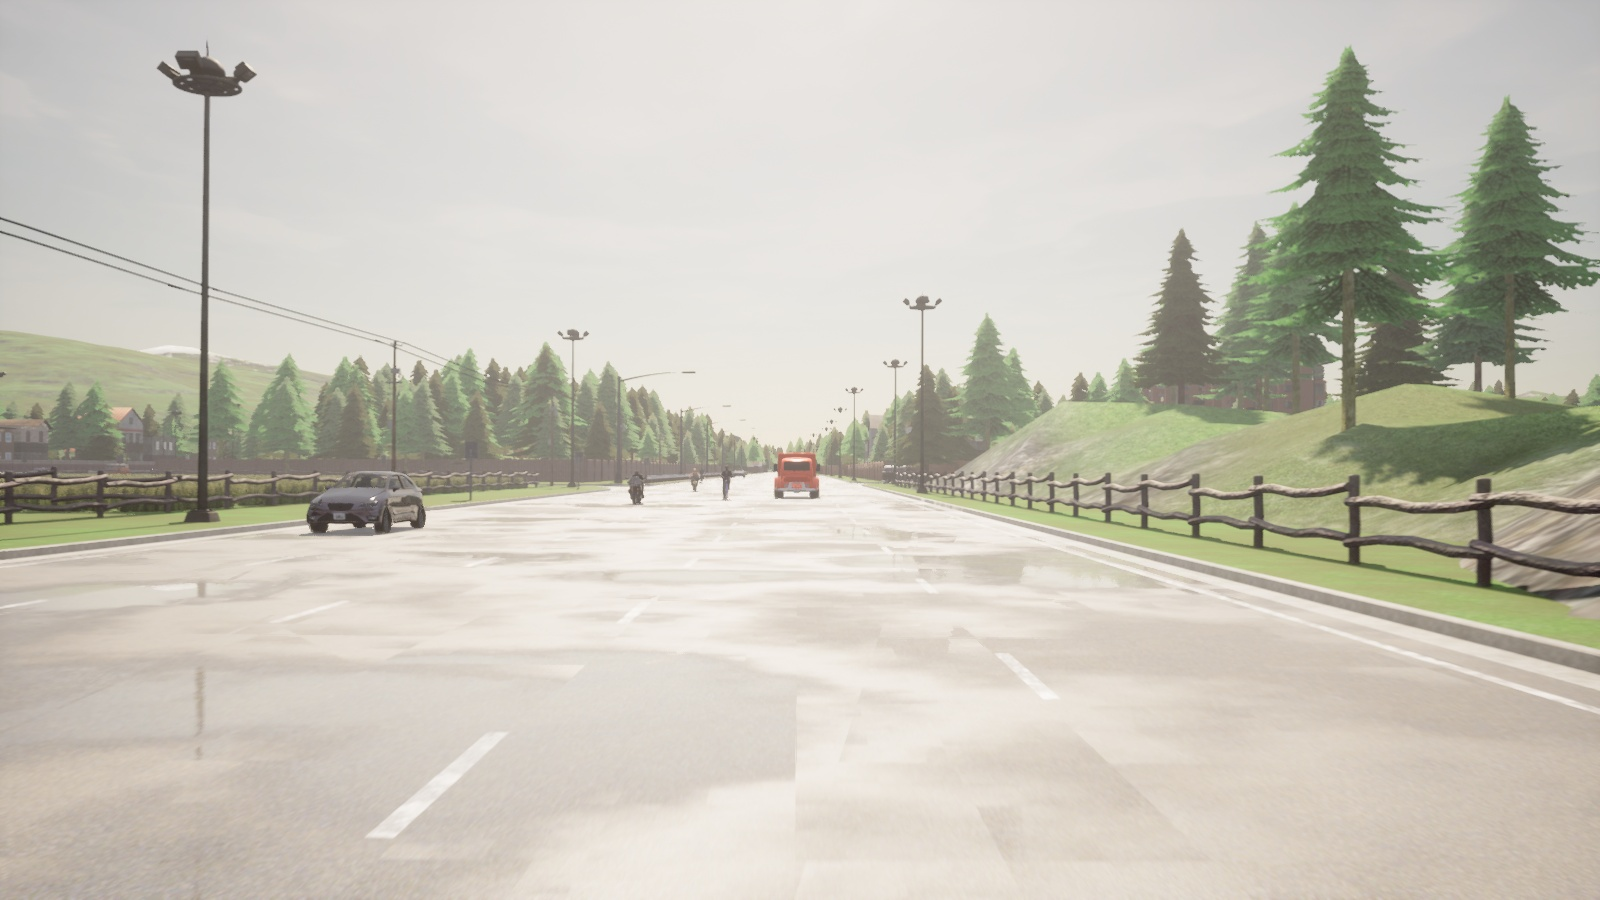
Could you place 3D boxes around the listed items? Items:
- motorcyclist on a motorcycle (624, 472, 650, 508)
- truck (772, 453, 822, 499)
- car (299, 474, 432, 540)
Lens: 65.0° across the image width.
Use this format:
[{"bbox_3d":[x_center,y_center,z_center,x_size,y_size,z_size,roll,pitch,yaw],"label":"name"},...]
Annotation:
[{"bbox_3d":[-7.148,1.736,55.179,0.866,1.530,2.191,0,-1,0],"label":"motorcyclist on a motorcycle"},{"bbox_3d":[-0.169,1.400,69.161,2.627,2.467,5.204,0,-1,0],"label":"truck"},{"bbox_3d":[-10.575,1.350,30.887,1.816,1.474,4.193,0,-1,0],"label":"car"}]
